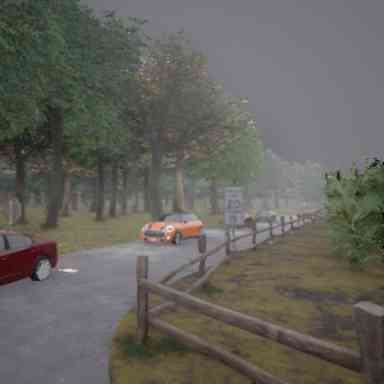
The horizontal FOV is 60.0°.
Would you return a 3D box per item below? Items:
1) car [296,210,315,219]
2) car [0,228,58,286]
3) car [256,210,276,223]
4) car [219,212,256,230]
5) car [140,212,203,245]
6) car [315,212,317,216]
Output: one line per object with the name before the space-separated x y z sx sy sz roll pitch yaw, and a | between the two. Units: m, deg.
car | 17.415 3.500 51.514 1.895 1.301 4.718 0 -2 25
car | -5.474 1.714 8.304 1.882 1.535 5.008 0 -2 14
car | 8.994 2.953 40.596 1.837 1.490 4.892 0 -2 26
car | 4.016 2.531 30.216 1.882 1.535 5.008 0 -2 26
car | -1.072 2.002 19.547 2.097 1.767 4.553 0 -2 25
car | 21.714 3.850 60.749 1.895 1.301 4.718 0 -2 25
